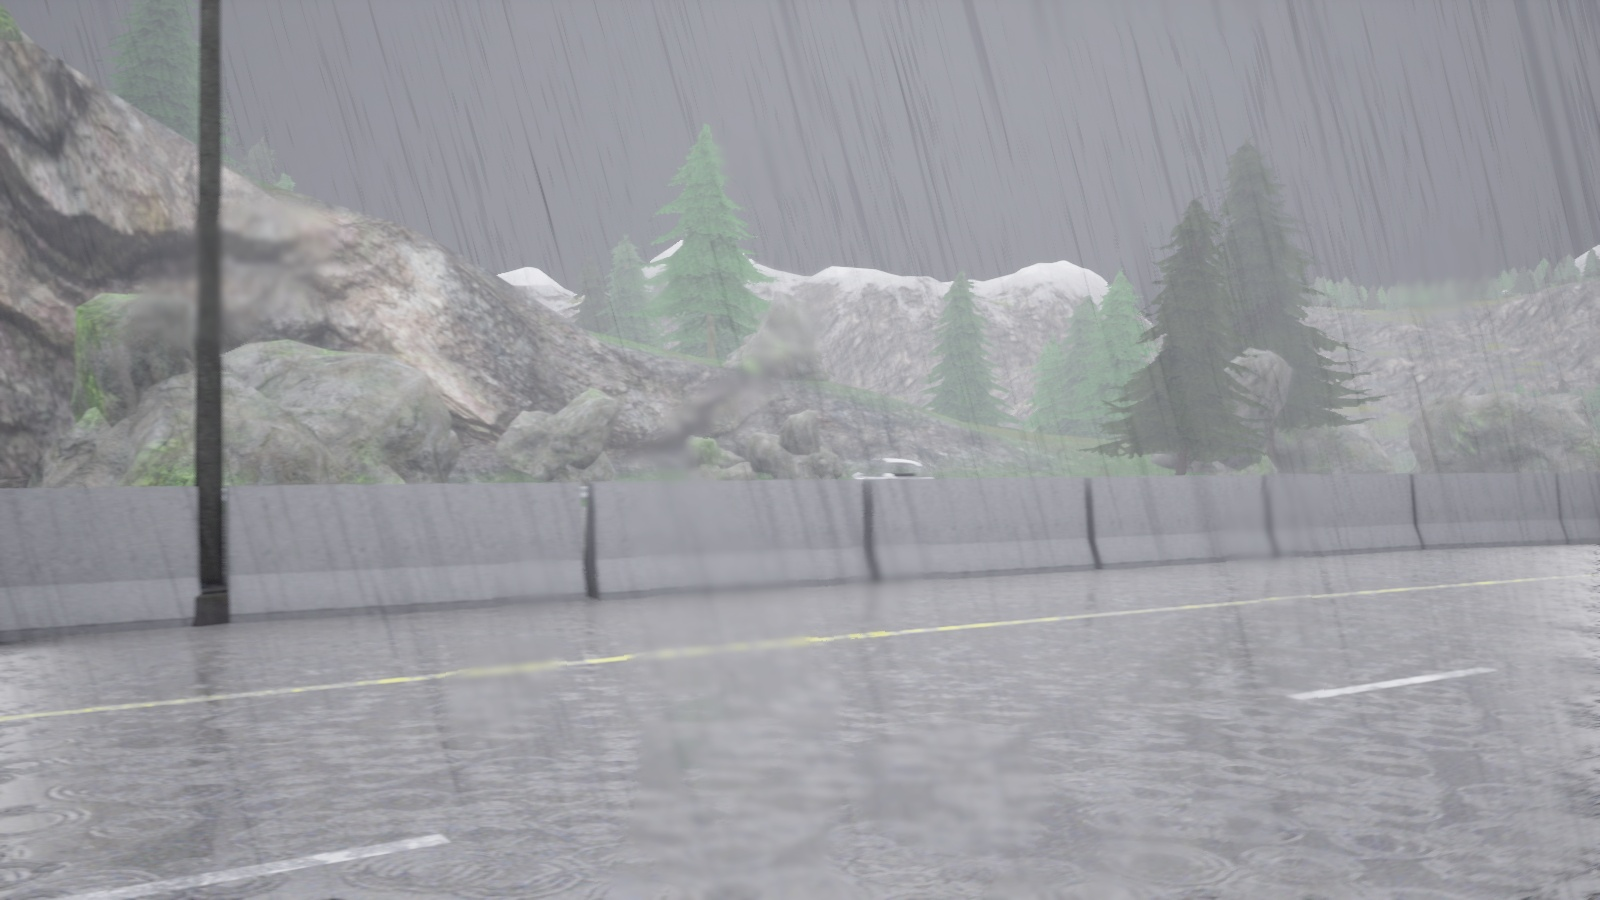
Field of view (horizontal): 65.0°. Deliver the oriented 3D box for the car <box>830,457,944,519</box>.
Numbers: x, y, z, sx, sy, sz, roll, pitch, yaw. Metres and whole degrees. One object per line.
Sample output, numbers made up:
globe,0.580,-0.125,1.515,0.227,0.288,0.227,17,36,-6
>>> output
car,2.015,0.863,29.194,2.207,1.376,1.481,0,-1,-28
